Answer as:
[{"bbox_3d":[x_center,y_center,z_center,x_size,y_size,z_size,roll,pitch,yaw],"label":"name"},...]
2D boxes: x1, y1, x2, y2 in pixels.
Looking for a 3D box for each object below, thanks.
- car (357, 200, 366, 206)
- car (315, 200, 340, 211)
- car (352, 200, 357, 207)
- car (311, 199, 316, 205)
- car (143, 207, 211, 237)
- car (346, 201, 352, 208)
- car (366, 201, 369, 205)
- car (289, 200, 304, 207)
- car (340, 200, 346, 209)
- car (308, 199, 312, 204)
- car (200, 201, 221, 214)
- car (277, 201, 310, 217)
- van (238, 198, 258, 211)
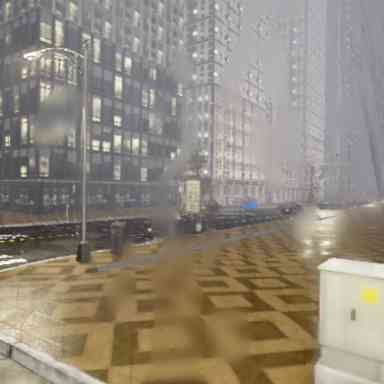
[{"bbox_3d":[37.474,2.510,75.556,1.947,1.339,4.313,0,0,35],"label":"car"},{"bbox_3d":[21.380,2.234,52.384,1.947,1.339,4.313,0,0,35],"label":"car"},{"bbox_3d":[31.036,2.400,66.287,1.947,1.339,4.313,0,0,35],"label":"car"},{"bbox_3d":[23.744,2.180,60.357,1.882,1.535,5.008,1,0,35],"label":"car"},{"bbox_3d":[-1.045,1.828,19.872,2.008,1.369,4.403,0,0,35],"label":"car"},{"bbox_3d":[27.818,2.219,61.653,1.967,1.590,4.097,0,0,35],"label":"car"},{"bbox_3d":[43.911,2.598,84.824,1.887,1.381,4.507,0,0,35],"label":"car"},{"bbox_3d":[20.936,2.224,66.434,1.802,1.307,4.206,0,0,35],"label":"car"},{"bbox_3d":[24.598,2.306,57.018,1.802,1.307,4.206,0,0,35],"label":"car"},{"bbox_3d":[27.371,2.318,75.701,1.947,1.339,4.313,0,0,35],"label":"car"},{"bbox_3d":[1.629,1.749,38.636,1.967,1.590,4.097,0,0,35],"label":"car"},{"bbox_3d":[11.723,2.067,38.481,1.947,1.339,4.313,0,0,35],"label":"car"},{"bbox_3d":[8.066,1.762,47.903,1.690,1.788,3.998,0,0,35],"label":"van"}]
